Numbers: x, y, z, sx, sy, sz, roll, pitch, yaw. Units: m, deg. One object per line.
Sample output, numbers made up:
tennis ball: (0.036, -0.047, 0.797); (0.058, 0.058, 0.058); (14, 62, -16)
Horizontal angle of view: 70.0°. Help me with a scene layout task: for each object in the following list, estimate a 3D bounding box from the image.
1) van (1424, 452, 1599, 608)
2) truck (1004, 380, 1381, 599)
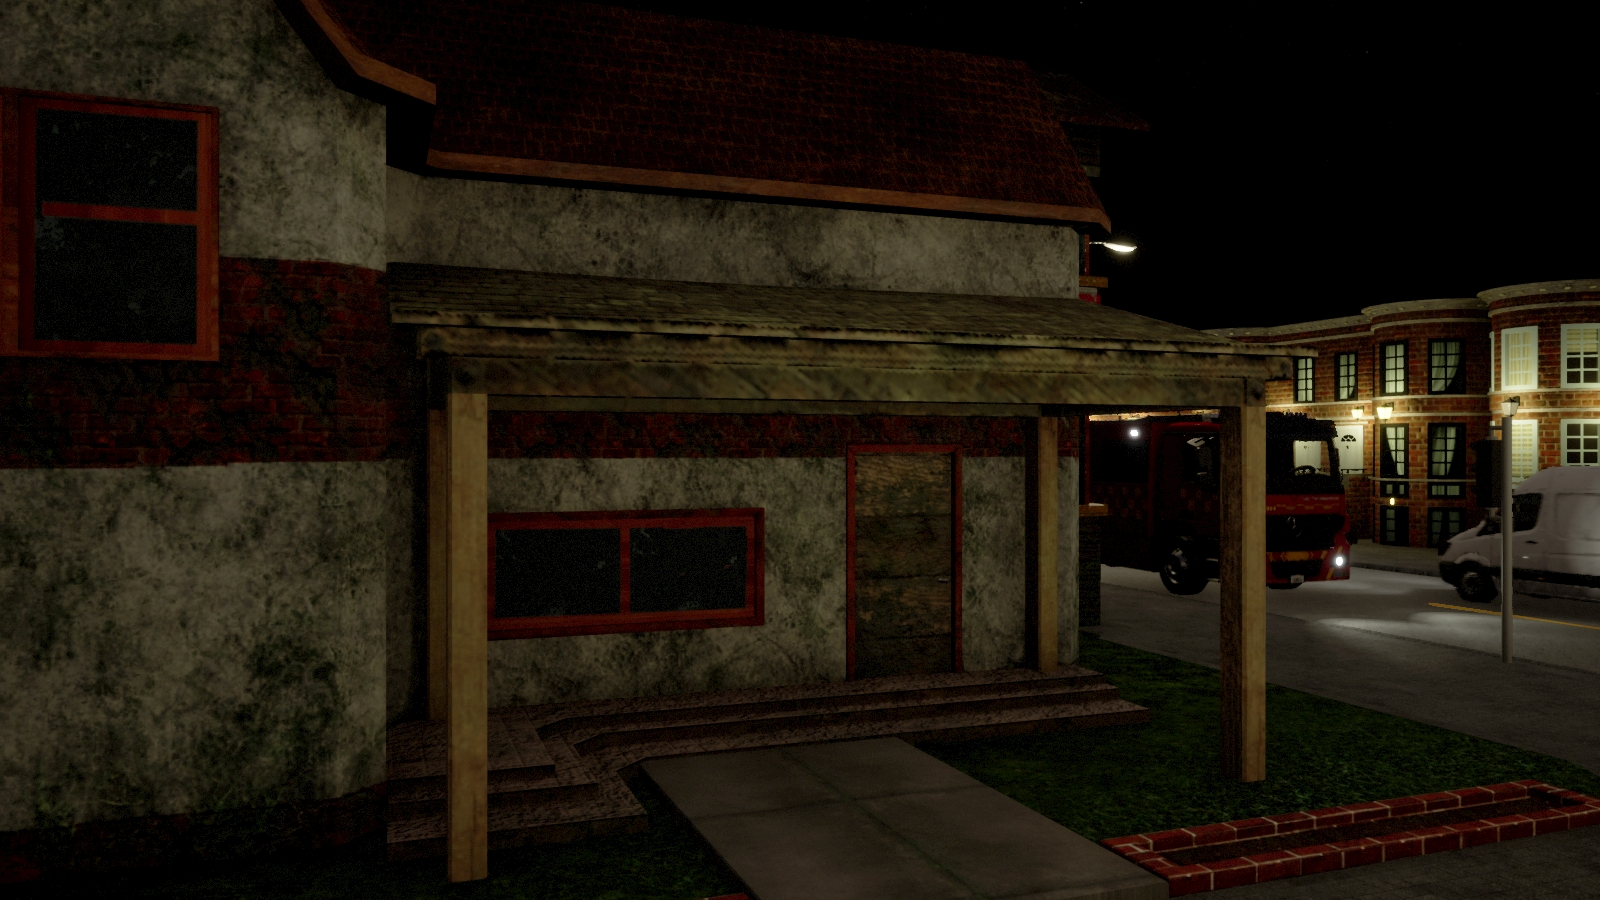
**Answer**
van: (13.928, 1.314, 19.484); (1.988, 2.561, 5.915); (0, 0, -20)
truck: (7.815, 0.667, 24.418); (2.891, 3.827, 8.468); (0, 0, -20)
